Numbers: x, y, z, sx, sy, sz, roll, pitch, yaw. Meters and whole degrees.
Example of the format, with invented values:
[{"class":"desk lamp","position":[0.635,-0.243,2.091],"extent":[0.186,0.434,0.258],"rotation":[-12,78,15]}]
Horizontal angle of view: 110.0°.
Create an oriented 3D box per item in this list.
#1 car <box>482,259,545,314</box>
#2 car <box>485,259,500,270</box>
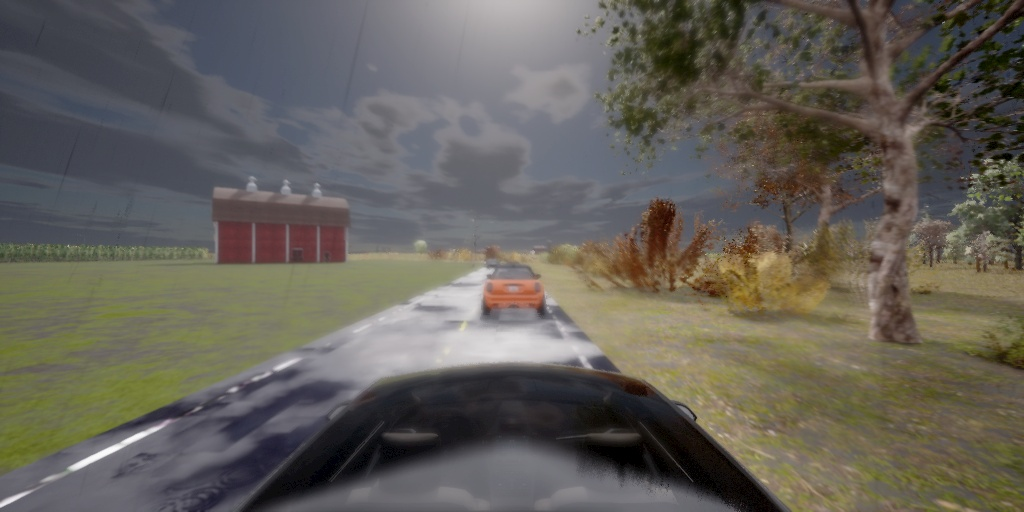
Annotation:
[{"class":"car","position":[0.072,1.090,13.780],"extent":[2.097,1.767,4.553],"rotation":[0,0,0]},{"class":"car","position":[-2.810,1.190,52.985],"extent":[1.837,1.490,4.892],"rotation":[0,0,0]}]
